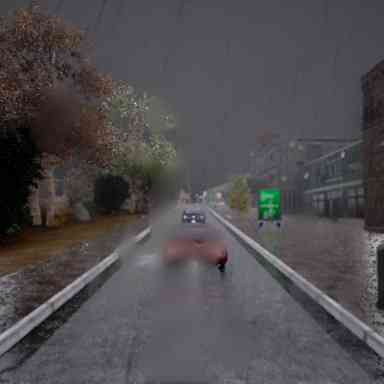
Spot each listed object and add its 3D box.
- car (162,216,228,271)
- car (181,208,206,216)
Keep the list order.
[{"bbox_3d":[0.097,1.756,11.507,1.895,1.301,4.718,0,-1,0],"label":"car"},{"bbox_3d":[0.128,1.933,27.057,1.895,1.301,4.718,0,-1,0],"label":"car"}]
